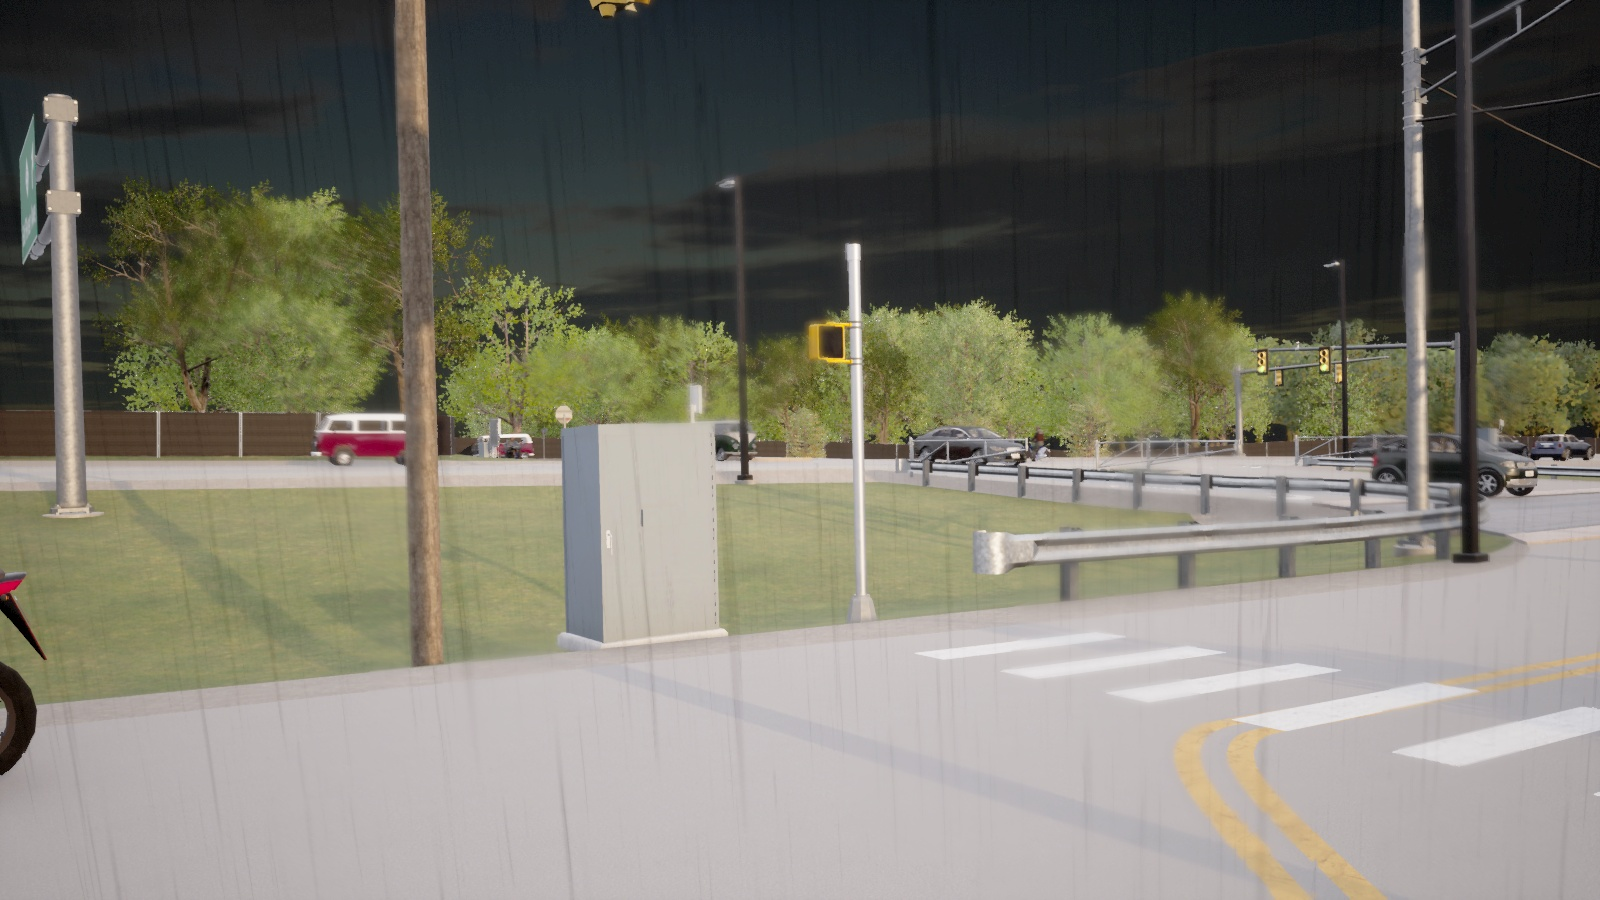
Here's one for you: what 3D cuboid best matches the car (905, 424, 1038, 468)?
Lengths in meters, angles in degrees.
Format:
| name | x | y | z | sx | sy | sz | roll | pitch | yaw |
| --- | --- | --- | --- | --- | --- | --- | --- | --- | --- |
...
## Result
| name | x | y | z | sx | sy | sz | roll | pitch | yaw |
| --- | --- | --- | --- | --- | --- | --- | --- | --- | --- |
| car | 6.275 | -0.184 | 46.461 | 2.128 | 1.511 | 4.902 | 0 | 2 | -34 |

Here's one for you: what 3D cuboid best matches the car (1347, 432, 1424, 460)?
| name | x | y | z | sx | sy | sz | roll | pitch | yaw |
| --- | --- | --- | --- | --- | --- | --- | --- | --- | --- |
| car | 31.232 | -0.224 | 67.001 | 4.193 | 1.474 | 1.816 | 0 | 0 | -34 |

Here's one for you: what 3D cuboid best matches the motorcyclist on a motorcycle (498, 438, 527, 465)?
| name | x | y | z | sx | sy | sz | roll | pitch | yaw |
| --- | --- | --- | --- | --- | --- | --- | --- | --- | --- |
| motorcyclist on a motorcycle | -16.998 | 0.079 | 74.165 | 0.866 | 1.530 | 2.191 | -2 | 0 | -35 |

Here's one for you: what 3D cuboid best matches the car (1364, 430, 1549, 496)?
| name | x | y | z | sx | sy | sz | roll | pitch | yaw |
| --- | --- | --- | --- | --- | --- | --- | --- | --- | --- |
| car | 16.435 | 0.310 | 31.579 | 1.789 | 1.549 | 3.705 | -1 | 0 | -34 |

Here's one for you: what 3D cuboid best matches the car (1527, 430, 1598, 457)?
| name | x | y | z | sx | sy | sz | roll | pitch | yaw |
| --- | --- | --- | --- | --- | --- | --- | --- | --- | --- |
| car | 42.959 | -0.344 | 70.742 | 3.806 | 1.475 | 1.970 | 0 | 0 | -34 |

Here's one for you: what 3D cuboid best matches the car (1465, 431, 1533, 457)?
| name | x | y | z | sx | sy | sz | roll | pitch | yaw |
| --- | --- | --- | --- | --- | --- | --- | --- | --- | --- |
| car | 40.963 | -0.333 | 73.617 | 3.806 | 1.475 | 1.970 | 0 | 0 | -34 |

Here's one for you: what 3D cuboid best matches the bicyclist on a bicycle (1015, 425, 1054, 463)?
| name | x | y | z | sx | sy | sz | roll | pitch | yaw |
| --- | --- | --- | --- | --- | --- | --- | --- | --- | --- |
| bicyclist on a bicycle | 11.071 | -0.288 | 59.334 | 0.659 | 1.776 | 1.843 | 0 | 0 | -35 |

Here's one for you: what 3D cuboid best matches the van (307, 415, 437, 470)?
| name | x | y | z | sx | sy | sz | roll | pitch | yaw |
| --- | --- | --- | --- | --- | --- | --- | --- | --- | --- |
| van | -16.559 | -0.298 | 48.589 | 4.480 | 2.038 | 2.069 | 0 | 0 | -27 |

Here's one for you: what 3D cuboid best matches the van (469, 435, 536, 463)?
| name | x | y | z | sx | sy | sz | roll | pitch | yaw |
| --- | --- | --- | --- | --- | --- | --- | --- | --- | --- |
| van | -22.586 | -0.078 | 95.359 | 4.480 | 2.038 | 2.069 | -2 | 0 | -30 |

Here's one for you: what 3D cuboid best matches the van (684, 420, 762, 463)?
| name | x | y | z | sx | sy | sz | roll | pitch | yaw |
| --- | --- | --- | --- | --- | --- | --- | --- | --- | --- |
| van | -3.801 | -0.421 | 61.210 | 1.775 | 1.987 | 4.442 | -1 | 1 | -35 |

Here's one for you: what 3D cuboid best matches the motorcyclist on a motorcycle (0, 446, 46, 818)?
| name | x | y | z | sx | sy | sz | roll | pitch | yaw |
| --- | --- | --- | --- | --- | --- | --- | --- | --- | --- |
| motorcyclist on a motorcycle | -4.218 | 0.750 | 4.986 | 2.044 | 1.523 | 0.797 | 0 | 0 | -35 |
